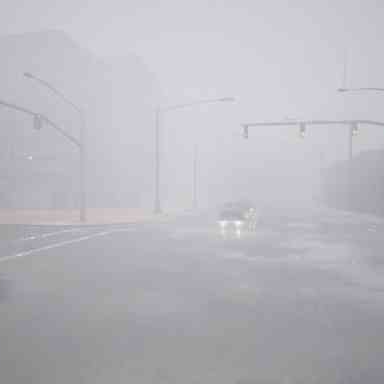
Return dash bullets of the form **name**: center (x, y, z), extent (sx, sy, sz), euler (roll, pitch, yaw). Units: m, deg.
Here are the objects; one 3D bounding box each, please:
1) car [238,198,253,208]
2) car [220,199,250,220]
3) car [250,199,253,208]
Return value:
- **car**: center (7.832, 1.604, 48.264), extent (1.895, 1.301, 4.718), euler (0, 0, 13)
- **car**: center (3.648, 1.549, 29.019), extent (2.033, 1.411, 5.357), euler (0, 0, 12)
- **car**: center (5.706, 1.567, 38.506), extent (1.994, 1.385, 4.181), euler (0, 0, 12)
